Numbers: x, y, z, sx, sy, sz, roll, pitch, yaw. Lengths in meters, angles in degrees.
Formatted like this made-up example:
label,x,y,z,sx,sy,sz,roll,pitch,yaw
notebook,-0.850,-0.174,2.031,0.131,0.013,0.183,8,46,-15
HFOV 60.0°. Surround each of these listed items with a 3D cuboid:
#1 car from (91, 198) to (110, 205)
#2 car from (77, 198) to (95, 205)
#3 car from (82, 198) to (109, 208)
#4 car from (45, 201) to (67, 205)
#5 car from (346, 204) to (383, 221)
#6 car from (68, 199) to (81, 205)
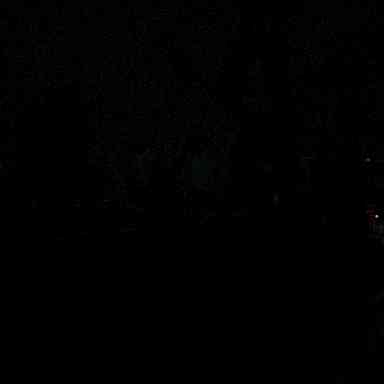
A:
label,x,y,z,sx,sy,sz,roll,pitch,yaw
car,-20.838,2.030,75.760,4.892,1.490,1.837,0,-1,44
car,-23.366,2.083,73.335,4.718,1.301,1.895,0,-1,44
car,-16.646,1.892,57.105,4.892,1.490,1.837,-2,-2,44
car,-28.397,1.759,68.471,4.553,1.767,2.097,0,-1,44
car,16.483,1.925,31.881,1.837,1.490,4.892,1,0,3
car,-25.834,1.999,70.855,4.181,1.385,1.994,0,-1,44
